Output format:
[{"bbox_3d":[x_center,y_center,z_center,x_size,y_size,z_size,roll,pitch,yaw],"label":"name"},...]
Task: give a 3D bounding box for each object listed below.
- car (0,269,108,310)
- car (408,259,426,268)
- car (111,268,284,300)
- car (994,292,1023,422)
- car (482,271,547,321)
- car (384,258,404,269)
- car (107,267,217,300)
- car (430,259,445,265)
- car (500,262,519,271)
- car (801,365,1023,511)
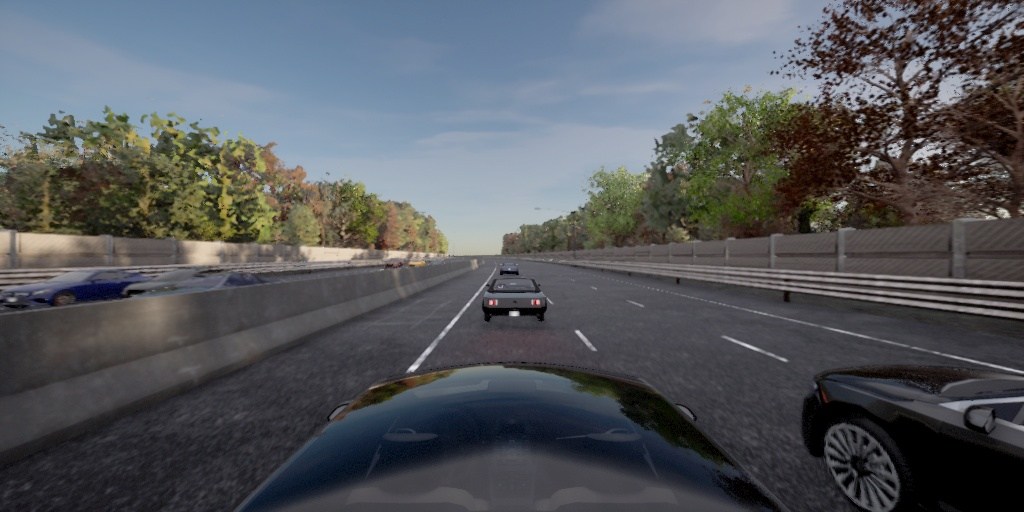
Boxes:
[{"bbox_3d":[-17.648,1.284,14.970,1.812,1.442,4.674,0,0,-1],"label":"car"},{"bbox_3d":[-14.917,1.244,56.440,1.882,1.535,5.008,0,0,-1],"label":"car"},{"bbox_3d":[-10.644,1.304,13.159,2.033,1.411,5.357,0,0,0],"label":"car"},{"bbox_3d":[7.092,1.226,2.073,1.882,1.535,5.008,0,0,0],"label":"car"},{"bbox_3d":[0.059,1.355,12.421,1.895,1.301,4.718,0,0,0],"label":"car"},{"bbox_3d":[-18.407,1.118,56.014,2.097,1.767,4.553,0,0,-1],"label":"car"},{"bbox_3d":[-14.168,1.262,15.885,1.837,1.490,4.892,0,0,0],"label":"car"},{"bbox_3d":[-11.382,1.272,55.005,1.837,1.490,4.892,0,0,-1],"label":"car"},{"bbox_3d":[-0.309,1.327,39.126,1.994,1.385,4.181,0,0,-1],"label":"car"},{"bbox_3d":[3.592,1.240,1.313,2.128,1.511,4.902,0,0,0],"label":"car"}]
